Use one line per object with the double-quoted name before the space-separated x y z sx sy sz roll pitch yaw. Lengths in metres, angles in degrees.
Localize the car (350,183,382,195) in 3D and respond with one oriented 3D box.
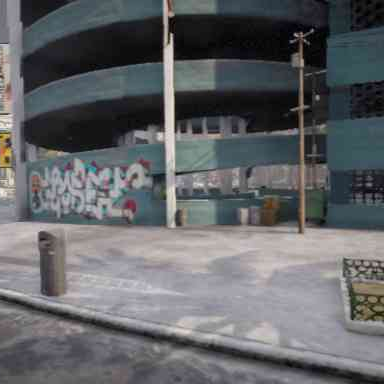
"car" 21.900 -0.425 41.882 4.674 1.452 2.002 0 2 24
